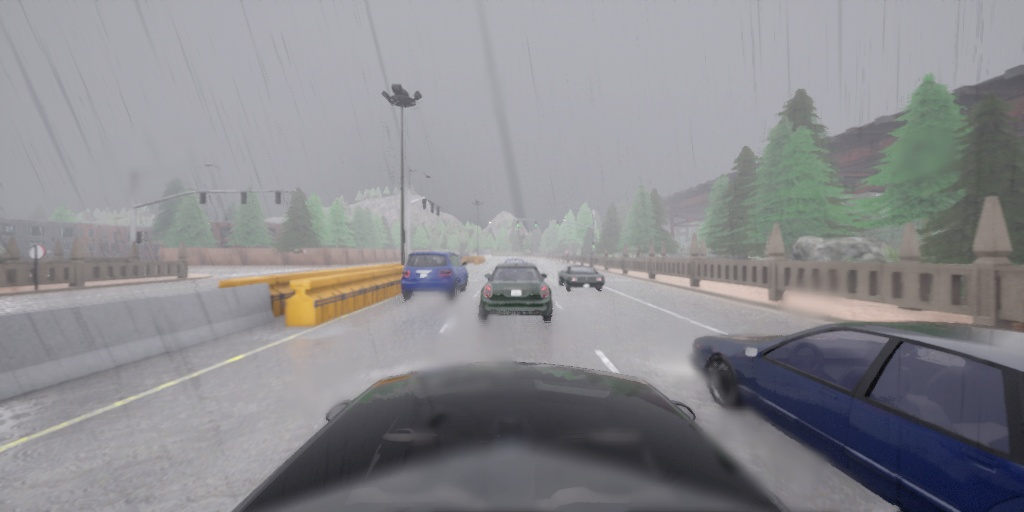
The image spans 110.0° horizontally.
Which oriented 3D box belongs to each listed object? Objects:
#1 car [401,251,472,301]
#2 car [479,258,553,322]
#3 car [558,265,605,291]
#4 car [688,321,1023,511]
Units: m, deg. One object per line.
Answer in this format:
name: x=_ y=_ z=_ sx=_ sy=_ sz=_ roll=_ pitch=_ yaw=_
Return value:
car: x=-3.350 y=0.815 z=16.443 sx=2.150 sy=2.045 sz=5.566 roll=0 pitch=1 yaw=0
car: x=0.132 y=0.998 z=11.958 sx=2.097 sy=1.767 sz=4.553 roll=0 pitch=1 yaw=0
car: x=3.668 y=1.155 z=19.858 sx=1.895 sy=1.301 sz=4.718 roll=0 pitch=1 yaw=0
car: x=3.602 y=1.289 z=2.987 sx=2.033 sy=1.411 sz=5.357 roll=0 pitch=0 yaw=0
